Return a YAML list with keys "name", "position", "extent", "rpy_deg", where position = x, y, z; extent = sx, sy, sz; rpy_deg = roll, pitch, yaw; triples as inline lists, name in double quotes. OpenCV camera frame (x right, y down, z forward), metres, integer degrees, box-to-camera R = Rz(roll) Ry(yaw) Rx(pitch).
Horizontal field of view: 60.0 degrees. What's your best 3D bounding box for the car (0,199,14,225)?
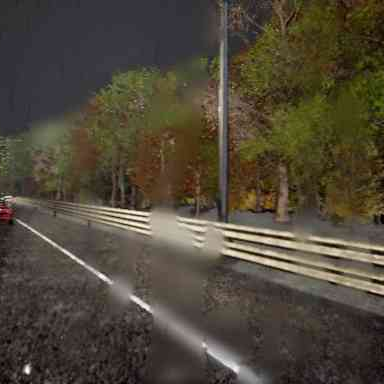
- name: "car"
  position: [-13.663, 1.262, 22.947]
  extent: [2.097, 1.767, 4.553]
  rpy_deg: [0, 0, -33]
